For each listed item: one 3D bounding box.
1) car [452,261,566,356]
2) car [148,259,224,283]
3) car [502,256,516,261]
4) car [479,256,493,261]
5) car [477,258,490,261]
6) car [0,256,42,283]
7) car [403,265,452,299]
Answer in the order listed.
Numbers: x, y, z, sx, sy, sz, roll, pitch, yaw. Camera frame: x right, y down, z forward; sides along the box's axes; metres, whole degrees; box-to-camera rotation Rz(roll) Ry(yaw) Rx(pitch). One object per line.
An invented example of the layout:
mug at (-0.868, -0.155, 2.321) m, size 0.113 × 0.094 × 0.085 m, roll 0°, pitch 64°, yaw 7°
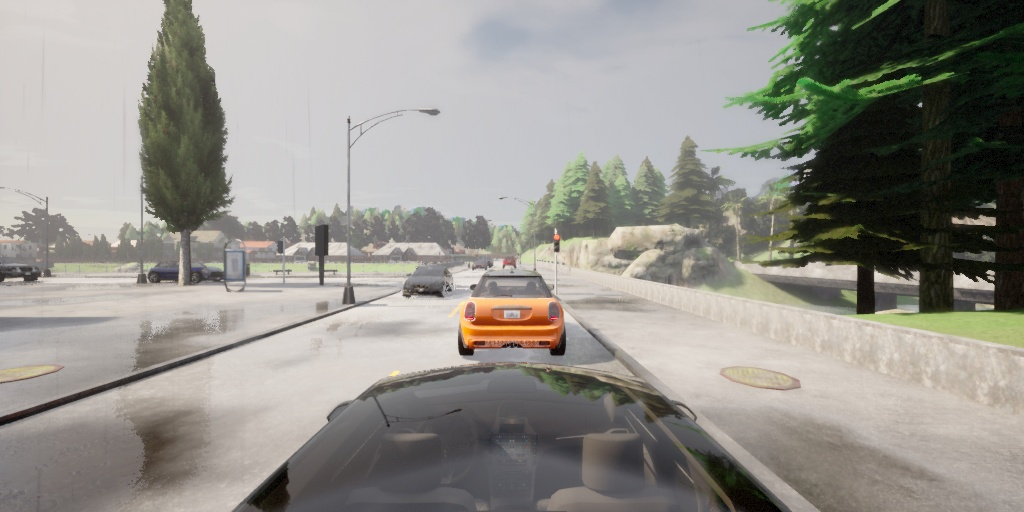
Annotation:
car at (-0.003, 1.102, 8.792) m, size 2.097 × 1.767 × 4.553 m, roll 0°, pitch 0°, yaw 0°
car at (-24.336, 1.102, 26.971) m, size 4.553 × 1.767 × 2.097 m, roll 0°, pitch 0°, yaw -1°
car at (-0.453, 0.971, 62.046) m, size 2.150 × 2.045 × 5.566 m, roll 0°, pitch 0°, yaw -1°
car at (-4.622, 0.971, 60.793) m, size 2.150 × 2.045 × 5.566 m, roll 0°, pitch 0°, yaw 0°
car at (-4.549, 1.314, 51.197) m, size 1.994 × 1.385 × 4.181 m, roll 0°, pitch 0°, yaw 0°
car at (-39.017, 0.971, 26.833) m, size 5.566 × 2.045 × 2.150 m, roll 0°, pitch 0°, yaw 0°
car at (-4.098, 1.254, 18.297) m, size 1.837 × 1.490 × 4.892 m, roll 2°, pitch 0°, yaw -2°
